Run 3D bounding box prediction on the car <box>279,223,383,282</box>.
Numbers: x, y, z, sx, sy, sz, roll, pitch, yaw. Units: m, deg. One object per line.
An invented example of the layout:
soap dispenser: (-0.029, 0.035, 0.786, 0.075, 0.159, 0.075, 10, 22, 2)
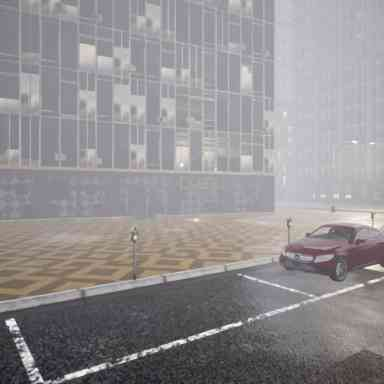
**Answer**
car: (4.361, 1.579, 9.684, 4.206, 1.307, 1.802, 0, 0, -36)
